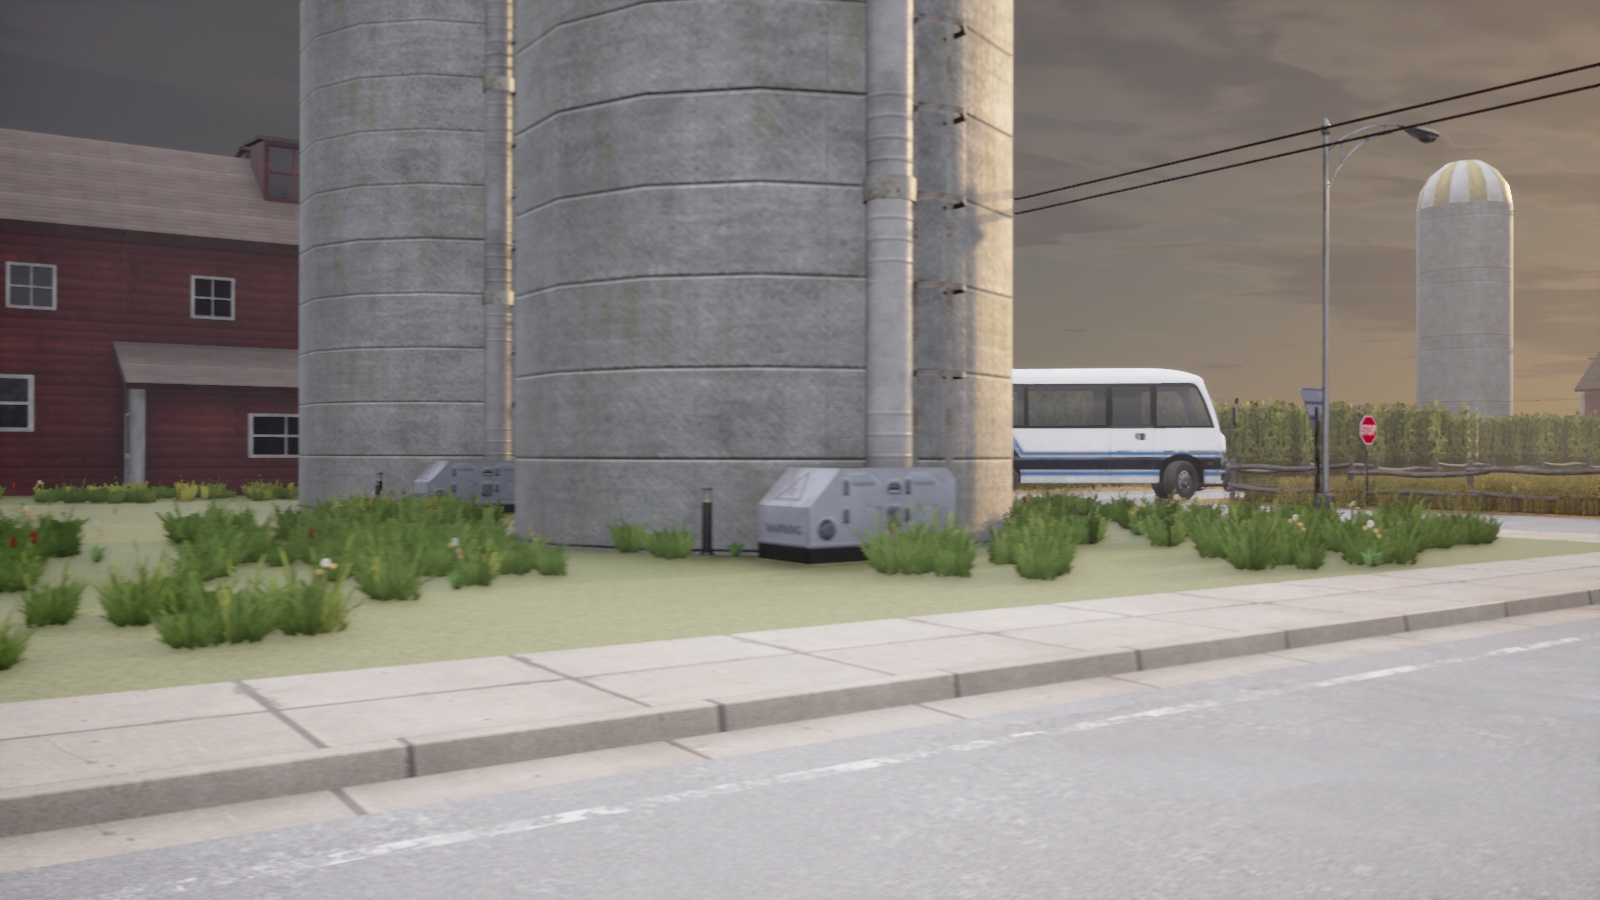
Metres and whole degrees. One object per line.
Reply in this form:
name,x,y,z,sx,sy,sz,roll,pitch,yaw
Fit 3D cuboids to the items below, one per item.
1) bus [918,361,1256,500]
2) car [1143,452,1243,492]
bus,9.061,-0.559,41.000,10.273,4.253,3.944,0,-1,7
car,15.369,0.847,49.083,3.633,1.501,1.845,0,0,-34
